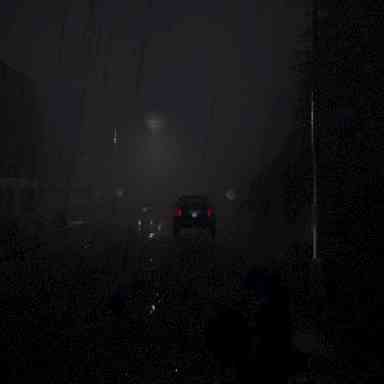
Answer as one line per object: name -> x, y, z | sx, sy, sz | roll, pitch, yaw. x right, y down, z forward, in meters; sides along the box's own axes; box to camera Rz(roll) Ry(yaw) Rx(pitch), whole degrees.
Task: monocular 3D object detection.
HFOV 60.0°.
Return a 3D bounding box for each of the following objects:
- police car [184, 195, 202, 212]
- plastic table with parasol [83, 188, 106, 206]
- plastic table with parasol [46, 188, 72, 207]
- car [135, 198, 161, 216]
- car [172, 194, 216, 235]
police car -> 0.086, 1.230, 37.883 | 1.930, 1.638, 5.238 | 0, 1, 0
plastic table with parasol -> -13.352, 0.690, 45.777 | 2.482, 2.480, 2.482 | 0, 0, 0
plastic table with parasol -> -17.662, 0.697, 44.319 | 2.482, 2.480, 2.482 | 0, 0, 0
car -> -4.034, 1.332, 31.108 | 2.128, 1.511, 4.902 | 0, 0, 1
car -> 0.107, 1.131, 18.256 | 2.150, 2.045, 5.566 | 0, 1, 0
